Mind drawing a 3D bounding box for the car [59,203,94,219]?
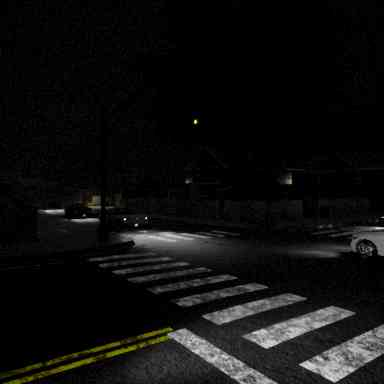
[{"bbox_3d":[-11.265,1.800,32.791,2.033,1.411,5.357,0,0,-32],"label":"car"}]

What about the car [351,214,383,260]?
[{"bbox_3d":[7.499,1.563,10.480,1.812,1.442,4.674,0,0,-36],"label":"car"}]

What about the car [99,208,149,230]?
[{"bbox_3d":[-4.704,1.769,22.591,1.895,1.301,4.718,0,0,-34],"label":"car"}]

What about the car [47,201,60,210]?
[{"bbox_3d":[-20.996,1.994,50.660,1.895,1.301,4.718,0,0,-26],"label":"car"}]
